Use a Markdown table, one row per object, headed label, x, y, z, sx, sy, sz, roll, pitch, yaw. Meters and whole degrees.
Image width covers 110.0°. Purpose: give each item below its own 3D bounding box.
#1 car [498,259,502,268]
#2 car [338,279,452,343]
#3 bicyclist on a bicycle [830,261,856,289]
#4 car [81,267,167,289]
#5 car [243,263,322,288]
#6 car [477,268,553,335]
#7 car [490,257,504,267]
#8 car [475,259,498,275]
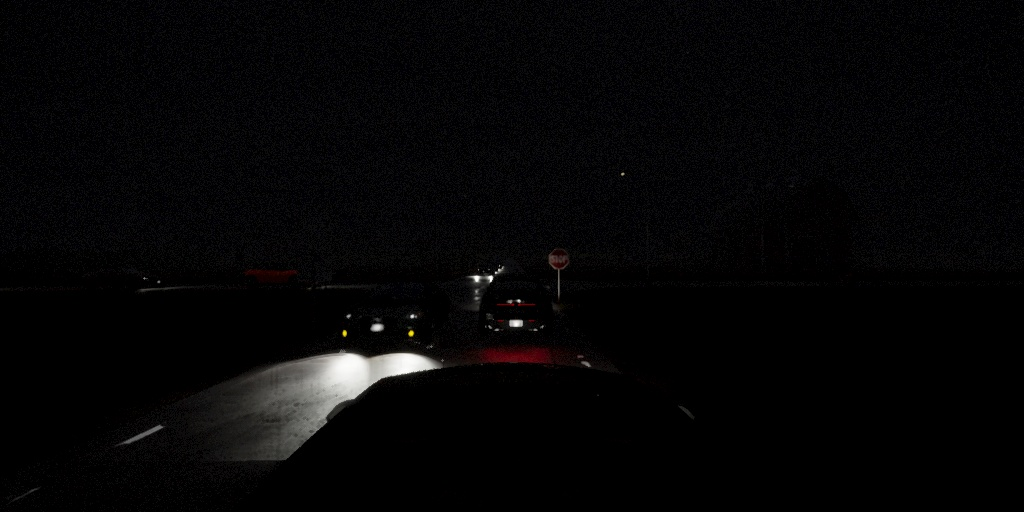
| label | x | y | z | sx | sy | sz | roll | pitch | yaw |
| --- | --- | --- | --- | --- | --- | --- | --- | --- | --- |
| car | -2.872 | 1.454 | 50.689 | 2.033 | 1.411 | 5.357 | 0 | 0 | 0 |
| car | -2.855 | 1.336 | 9.601 | 1.994 | 1.385 | 4.181 | 0 | 0 | 0 |
| bicyclist on a bicycle | 19.936 | 1.149 | 21.630 | 0.582 | 1.620 | 1.656 | 0 | 0 | 0 |
| car | -26.345 | 1.488 | 24.382 | 4.674 | 1.442 | 1.812 | 0 | -1 | 0 |
| car | -15.475 | 1.229 | 24.406 | 4.553 | 1.767 | 2.097 | 0 | -1 | 1 |
| car | 0.094 | 1.281 | 10.591 | 1.837 | 1.490 | 4.892 | 0 | 0 | 0 |
| car | -2.869 | 1.164 | 61.326 | 2.150 | 2.045 | 5.566 | 0 | 0 | 1 |
| car | -2.919 | 1.374 | 40.080 | 1.837 | 1.490 | 4.892 | 0 | 0 | 1 |
